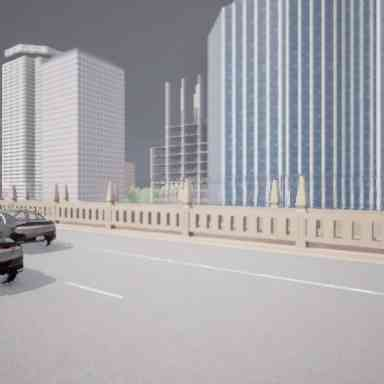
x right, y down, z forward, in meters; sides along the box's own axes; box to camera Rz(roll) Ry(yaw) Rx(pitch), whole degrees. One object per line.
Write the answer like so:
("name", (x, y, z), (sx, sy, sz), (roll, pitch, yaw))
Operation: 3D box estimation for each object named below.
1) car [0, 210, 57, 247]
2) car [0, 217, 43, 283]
("car", (-7.590, 1.494, 13.706), (4.902, 1.511, 2.128), (0, 0, 36))
("car", (-6.181, 1.492, 8.402), (4.902, 1.511, 2.128), (0, 0, 36))
